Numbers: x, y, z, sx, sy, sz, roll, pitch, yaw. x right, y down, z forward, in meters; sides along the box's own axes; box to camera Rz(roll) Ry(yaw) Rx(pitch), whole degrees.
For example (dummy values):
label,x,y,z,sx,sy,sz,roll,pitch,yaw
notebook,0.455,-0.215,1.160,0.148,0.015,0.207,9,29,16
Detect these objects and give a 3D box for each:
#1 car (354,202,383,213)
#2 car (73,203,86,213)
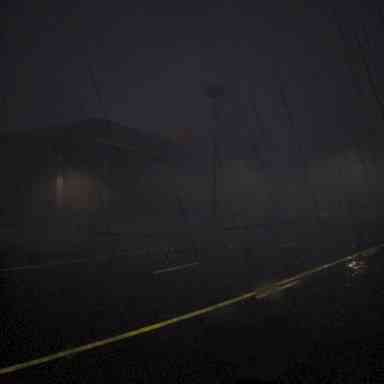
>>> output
label,x,y,z,sx,sy,sz,roll,pitch,yaw
car,26.290,2.224,48.782,2.128,1.511,4.902,1,-1,-41
car,-17.718,2.398,50.188,3.806,1.475,1.970,-1,-1,44
